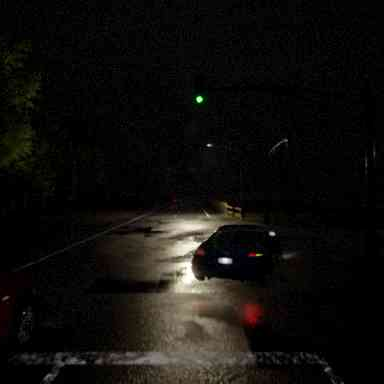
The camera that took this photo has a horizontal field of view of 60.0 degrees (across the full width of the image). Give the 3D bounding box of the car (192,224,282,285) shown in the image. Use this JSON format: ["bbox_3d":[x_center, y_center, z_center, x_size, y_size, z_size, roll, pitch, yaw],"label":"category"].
[{"bbox_3d":[1.487,1.653,9.970,1.994,1.385,4.181,0,0,20],"label":"car"}]

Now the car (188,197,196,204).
[{"bbox_3d":[0.006,2.039,80.457,2.097,1.767,4.553,0,0,0],"label":"car"}]

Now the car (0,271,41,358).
[{"bbox_3d":[-3.398,1.383,3.352,2.097,1.767,4.553,0,0,0],"label":"car"}]

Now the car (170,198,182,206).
[{"bbox_3d":[-3.395,2.087,68.522,1.837,1.490,4.892,0,-1,0],"label":"car"}]

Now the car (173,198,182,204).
[{"bbox_3d":[-3.494,2.222,82.084,2.128,1.511,4.902,0,0,0],"label":"car"}]
